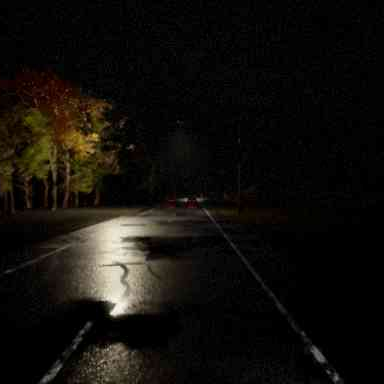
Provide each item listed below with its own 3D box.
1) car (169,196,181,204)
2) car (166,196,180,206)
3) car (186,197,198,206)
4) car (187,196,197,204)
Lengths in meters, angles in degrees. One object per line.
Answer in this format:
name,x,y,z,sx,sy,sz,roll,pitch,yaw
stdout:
car,-3.487,1.611,68.822,2.033,1.411,5.357,0,0,0
car,-3.489,1.663,58.397,1.837,1.490,4.892,0,0,0
car,0.011,1.664,58.780,1.837,1.490,4.892,0,0,0
car,0.011,1.623,68.820,1.994,1.385,4.181,0,0,0
